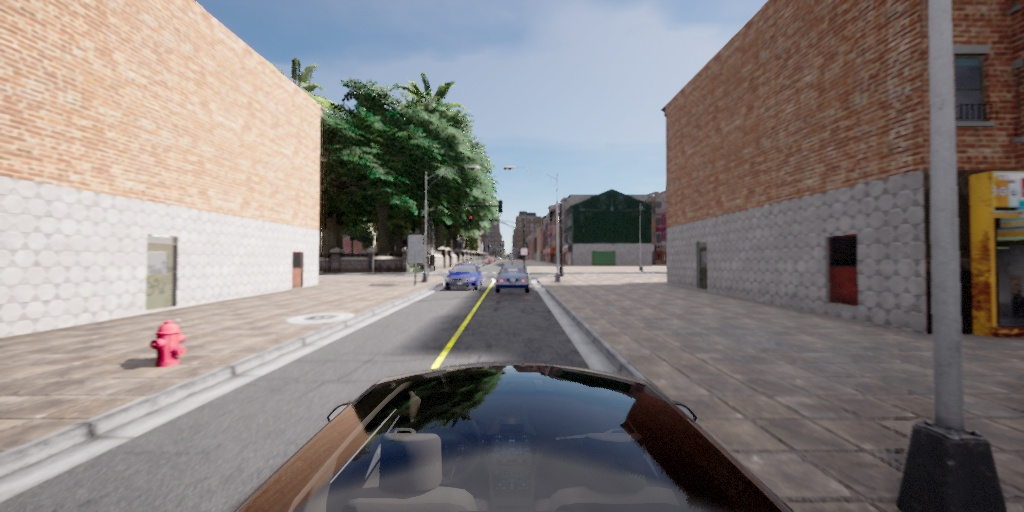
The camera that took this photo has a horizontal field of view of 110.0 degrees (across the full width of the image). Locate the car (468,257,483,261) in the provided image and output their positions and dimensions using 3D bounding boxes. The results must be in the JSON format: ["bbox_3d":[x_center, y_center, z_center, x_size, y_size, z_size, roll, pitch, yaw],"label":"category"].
[{"bbox_3d":[-5.488,1.126,49.432,2.007,1.370,4.403,0,0,0],"label":"car"}]

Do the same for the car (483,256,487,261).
[{"bbox_3d":[-5.513,1.107,56.568,2.007,1.370,4.403,0,0,0],"label":"car"}]

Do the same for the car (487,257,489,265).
[{"bbox_3d":[-5.552,1.110,62.017,1.948,1.339,4.313,0,0,0],"label":"car"}]

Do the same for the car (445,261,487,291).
[{"bbox_3d":[-2.749,1.196,21.350,1.812,1.442,4.674,0,0,0],"label":"car"}]

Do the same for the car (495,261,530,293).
[{"bbox_3d":[0.036,1.224,20.283,2.033,1.411,5.357,0,0,0],"label":"car"}]
